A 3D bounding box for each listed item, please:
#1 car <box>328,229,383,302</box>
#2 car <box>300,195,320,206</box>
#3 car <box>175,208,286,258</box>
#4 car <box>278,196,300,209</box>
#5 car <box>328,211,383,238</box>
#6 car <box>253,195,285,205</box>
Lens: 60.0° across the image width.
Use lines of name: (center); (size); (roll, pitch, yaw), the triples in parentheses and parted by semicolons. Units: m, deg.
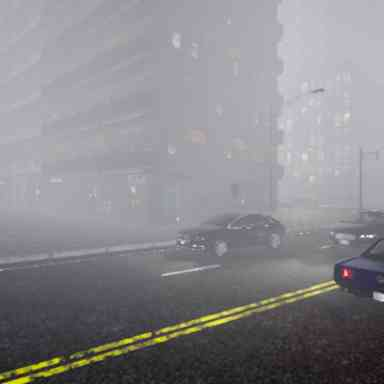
car: (5.210, 1.615, 7.304); (4.718, 1.301, 1.895); (0, 0, -37)
car: (15.383, 1.129, 45.984); (4.097, 1.590, 1.967); (1, 0, 43)
car: (1.626, 1.523, 12.978); (4.892, 1.490, 1.837); (1, 0, -37)
car: (9.821, 1.250, 39.480); (4.829, 1.417, 1.752); (1, 0, 43)
car: (7.308, 1.515, 13.179); (4.902, 1.511, 2.128); (0, 0, -37)
car: (11.424, 1.170, 49.592); (4.313, 1.339, 1.947); (1, 0, 43)
